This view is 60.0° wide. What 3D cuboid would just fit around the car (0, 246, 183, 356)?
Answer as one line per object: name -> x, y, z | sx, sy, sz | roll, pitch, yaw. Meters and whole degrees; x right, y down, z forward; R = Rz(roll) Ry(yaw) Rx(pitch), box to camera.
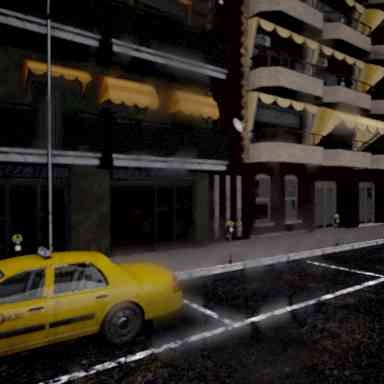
car -> -2.432, 1.527, 4.835 | 4.829, 1.417, 1.752 | 0, -1, -35
